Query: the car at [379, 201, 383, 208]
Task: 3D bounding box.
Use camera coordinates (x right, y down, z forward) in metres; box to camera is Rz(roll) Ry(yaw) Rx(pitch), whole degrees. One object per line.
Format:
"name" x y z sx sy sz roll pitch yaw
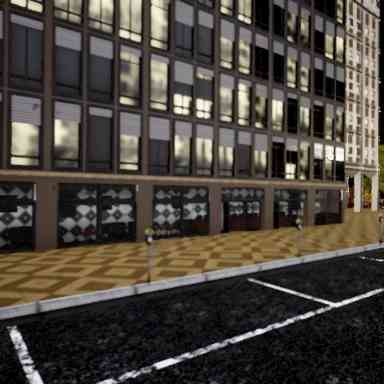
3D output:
"car" 35.035 2.399 63.490 1.802 1.307 4.206 0 -1 -36

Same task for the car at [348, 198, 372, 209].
"car" 28.602 2.050 58.618 2.192 1.841 5.009 0 -1 -36
